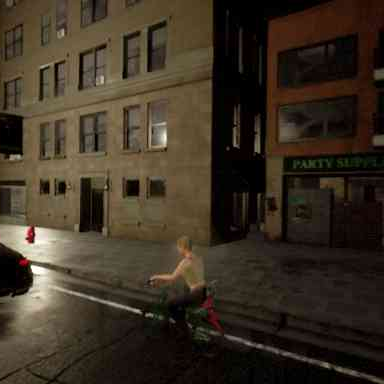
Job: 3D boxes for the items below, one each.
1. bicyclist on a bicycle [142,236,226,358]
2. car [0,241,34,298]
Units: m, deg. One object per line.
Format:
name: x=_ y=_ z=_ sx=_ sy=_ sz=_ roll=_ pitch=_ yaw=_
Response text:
bicyclist on a bicycle: x=-0.172 y=1.437 z=4.779 sx=1.509 sy=1.612 sz=0.866 roll=0 pitch=0 yaw=35
car: x=-5.411 y=1.566 z=7.451 sx=4.181 sy=1.385 sz=1.994 roll=0 pitch=0 yaw=36
